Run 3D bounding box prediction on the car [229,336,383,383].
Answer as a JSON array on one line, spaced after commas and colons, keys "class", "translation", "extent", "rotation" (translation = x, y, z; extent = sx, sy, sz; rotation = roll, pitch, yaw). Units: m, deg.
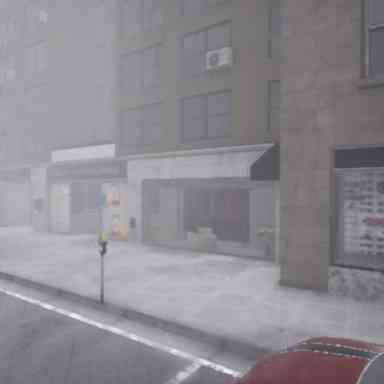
[{"class": "car", "translation": [1.879, 1.443, 1.507], "extent": [4.097, 1.590, 1.967], "rotation": [0, 0, 36]}]
